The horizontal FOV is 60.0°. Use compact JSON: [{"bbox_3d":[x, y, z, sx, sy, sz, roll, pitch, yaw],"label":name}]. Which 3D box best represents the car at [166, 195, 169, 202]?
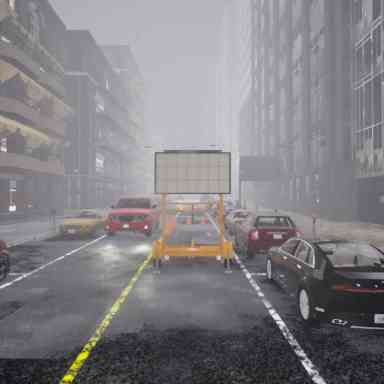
[{"bbox_3d":[-5.556,1.540,57.757,1.887,1.381,4.507,1,0,0],"label":"car"}]

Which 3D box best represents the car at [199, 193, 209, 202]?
[{"bbox_3d":[2.875,1.298,80.342,2.192,1.841,5.009,1,0,0],"label":"car"}]

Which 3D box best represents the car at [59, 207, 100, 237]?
[{"bbox_3d":[-5.640,1.530,18.025,1.752,1.417,4.829,1,0,0],"label":"car"}]

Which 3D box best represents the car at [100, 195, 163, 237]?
[{"bbox_3d":[-3.063,1.226,18.257,2.150,2.045,5.566,0,0,0],"label":"car"}]

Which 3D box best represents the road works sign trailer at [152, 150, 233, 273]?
[{"bbox_3d":[0.023,0.467,10.642,2.380,3.560,2.880,0,0,0],"label":"road works sign trailer"}]

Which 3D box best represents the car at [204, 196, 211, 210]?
[{"bbox_3d":[2.788,1.567,40.783,1.947,1.339,4.313,1,0,0],"label":"car"}]

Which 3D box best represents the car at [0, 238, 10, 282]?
[{"bbox_3d":[-5.662,1.442,6.891,1.967,1.590,4.097,1,0,0],"label":"car"}]

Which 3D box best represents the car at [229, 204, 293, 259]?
[{"bbox_3d":[2.730,1.444,12.525,1.967,1.590,4.097,1,0,0],"label":"car"}]

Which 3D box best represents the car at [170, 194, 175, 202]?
[{"bbox_3d":[-5.520,1.532,74.711,1.887,1.381,4.507,1,0,0],"label":"car"}]

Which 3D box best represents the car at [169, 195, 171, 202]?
[{"bbox_3d":[-5.545,1.559,63.407,1.947,1.339,4.313,1,0,0],"label":"car"}]

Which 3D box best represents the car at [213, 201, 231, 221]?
[{"bbox_3d":[2.751,1.587,23.828,1.802,1.307,4.206,1,0,0],"label":"car"}]

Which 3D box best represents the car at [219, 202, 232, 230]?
[{"bbox_3d":[2.741,1.530,18.346,1.752,1.417,4.829,1,0,0],"label":"car"}]

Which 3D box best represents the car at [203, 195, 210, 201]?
[{"bbox_3d":[2.801,1.525,46.604,1.752,1.417,4.829,1,0,0],"label":"car"}]

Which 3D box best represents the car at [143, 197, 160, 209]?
[{"bbox_3d":[-5.580,1.525,46.283,1.752,1.417,4.829,1,0,0],"label":"car"}]

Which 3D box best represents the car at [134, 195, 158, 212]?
[{"bbox_3d":[-5.588,1.316,40.802,2.192,1.841,5.009,1,0,0],"label":"car"}]

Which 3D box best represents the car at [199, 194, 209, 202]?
[{"bbox_3d":[2.851,1.305,69.039,2.192,1.841,5.009,1,0,0],"label":"car"}]

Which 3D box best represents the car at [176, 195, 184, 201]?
[{"bbox_3d":[-2.829,1.489,80.956,1.837,1.490,4.892,0,0,0],"label":"car"}]

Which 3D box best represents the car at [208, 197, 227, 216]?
[{"bbox_3d":[2.766,1.445,29.478,1.967,1.590,4.097,1,0,0],"label":"car"}]

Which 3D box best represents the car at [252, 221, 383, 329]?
[{"bbox_3d":[2.716,1.553,6.872,2.008,1.369,4.403,1,0,0],"label":"car"}]
